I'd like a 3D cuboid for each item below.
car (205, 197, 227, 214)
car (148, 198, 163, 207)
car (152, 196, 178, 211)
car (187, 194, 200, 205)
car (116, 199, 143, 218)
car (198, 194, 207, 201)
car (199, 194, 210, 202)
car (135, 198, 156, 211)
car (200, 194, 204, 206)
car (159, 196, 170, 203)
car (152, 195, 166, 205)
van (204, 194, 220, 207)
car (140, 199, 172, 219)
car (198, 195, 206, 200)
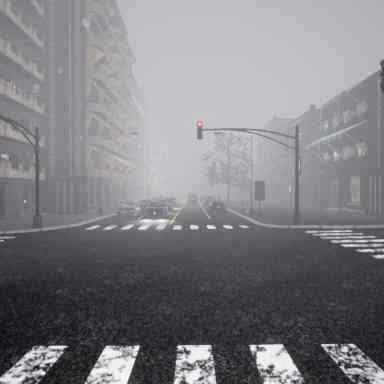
[{"bbox_3d":[2.687,1.555,35.663,1.947,1.339,4.313,0,0,0],"label":"car"},{"bbox_3d":[-5.693,1.562,52.271,1.802,1.307,4.206,0,0,0],"label":"car"},{"bbox_3d":[-3.099,1.535,38.645,2.033,1.411,5.357,0,0,0],"label":"car"},{"bbox_3d":[0.098,1.525,57.047,2.033,1.411,5.357,0,0,1],"label":"car"},{"bbox_3d":[-5.694,1.542,30.137,2.008,1.369,4.403,0,0,0],"label":"car"},{"bbox_3d":[2.686,1.396,85.464,1.967,1.590,4.097,0,0,0],"label":"car"},{"bbox_3d":[2.685,1.280,74.398,2.192,1.841,5.009,0,0,0],"label":"car"},{"bbox_3d":[-5.693,1.531,41.204,1.887,1.381,4.507,0,0,0],"label":"car"},{"bbox_3d":[2.686,1.420,52.264,1.967,1.590,4.097,0,0,0],"label":"car"},{"bbox_3d":[-5.693,1.551,68.872,1.802,1.307,4.206,0,0,0],"label":"car"},{"bbox_3d":[-5.695,1.417,57.804,1.967,1.590,4.097,0,0,0],"label":"car"},{"bbox_3d":[2.685,1.327,41.196,1.690,1.788,3.998,0,0,0],"label":"van"},{"bbox_3d":[-3.109,1.556,29.297,1.994,1.385,4.181,0,0,-1],"label":"car"},{"bbox_3d":[2.687,1.495,90.998,1.887,1.381,4.507,0,0,0],"label":"car"}]
